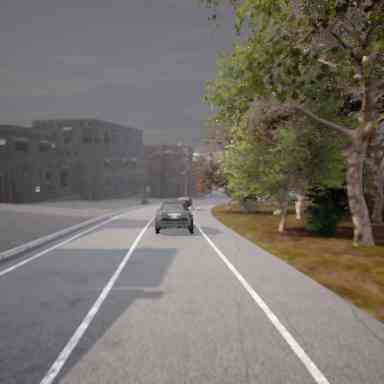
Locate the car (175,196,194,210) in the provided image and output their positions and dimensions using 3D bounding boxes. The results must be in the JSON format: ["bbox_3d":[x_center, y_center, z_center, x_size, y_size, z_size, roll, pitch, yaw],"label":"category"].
[{"bbox_3d":[-0.839,1.311,40.487,1.882,1.535,5.008,0,0,5],"label":"car"}]

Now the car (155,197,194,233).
[{"bbox_3d":[-1.045,1.300,19.468,2.097,1.767,4.553,-1,0,-4],"label":"car"}]
